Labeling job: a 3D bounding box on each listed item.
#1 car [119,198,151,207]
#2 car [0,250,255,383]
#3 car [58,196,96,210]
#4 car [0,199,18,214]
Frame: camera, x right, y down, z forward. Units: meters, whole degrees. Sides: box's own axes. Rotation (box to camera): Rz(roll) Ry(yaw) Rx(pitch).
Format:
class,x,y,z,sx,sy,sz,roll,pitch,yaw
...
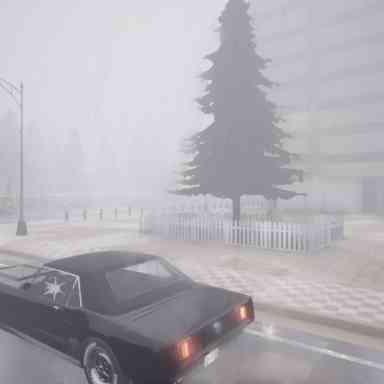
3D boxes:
class,x,y,z,sx,sy,sz,roll,pitch,yaw
car,-8.538,1.547,50.412,2.033,1.411,5.357,0,0,36
car,-1.571,1.601,5.130,4.718,1.301,1.895,0,0,36
car,-14.550,1.352,42.086,2.097,1.767,4.553,0,0,36
car,-20.448,1.478,33.912,1.882,1.535,5.008,0,0,36
